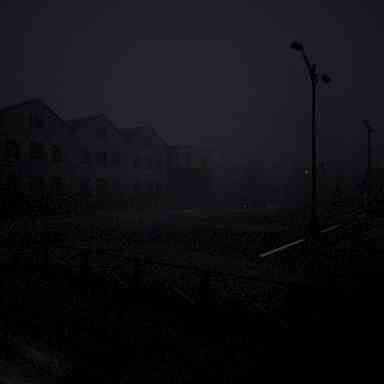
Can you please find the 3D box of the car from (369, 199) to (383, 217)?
[{"bbox_3d":[15.518,1.298,26.752,2.007,1.523,4.514,0,0,35],"label":"car"}]

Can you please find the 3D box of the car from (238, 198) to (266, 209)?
[{"bbox_3d":[7.760,1.409,42.231,1.895,1.301,4.718,0,0,36],"label":"car"}]
